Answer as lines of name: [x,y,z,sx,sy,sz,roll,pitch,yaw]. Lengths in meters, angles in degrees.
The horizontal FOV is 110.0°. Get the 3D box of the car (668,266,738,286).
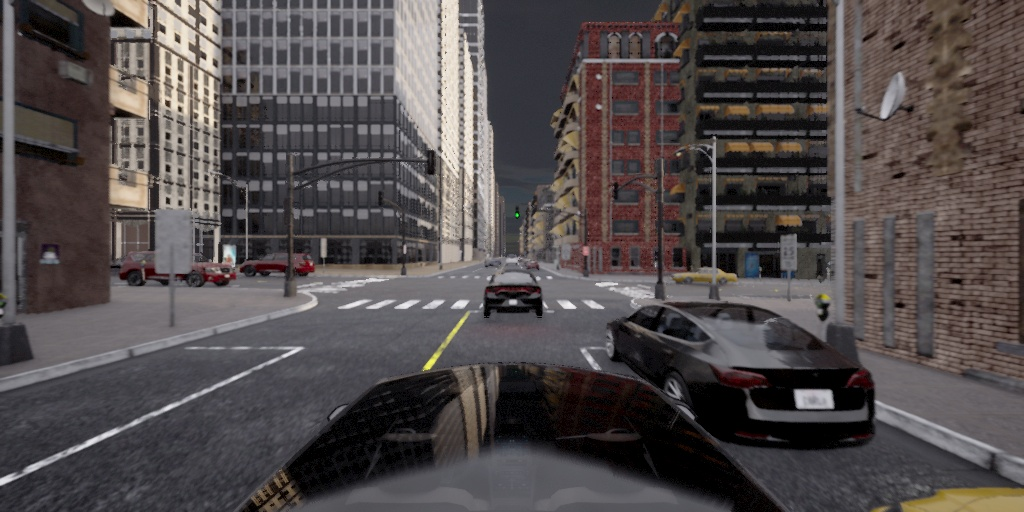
car: [14.620,1.492,27.608,4.829,1.417,1.751,0,0,-1]

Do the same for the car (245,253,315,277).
car: [-17.720,0.683,27.310,5.009,1.841,2.192,0,0,-1]

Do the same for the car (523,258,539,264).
car: [2.722,1.175,47.299,1.802,1.307,4.207,0,0,0]

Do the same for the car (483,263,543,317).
car: [0.051,1.187,12.932,1.882,1.535,5.008,0,0,0]

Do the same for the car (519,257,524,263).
car: [2.667,1.104,60.216,2.007,1.370,4.403,0,0,0]

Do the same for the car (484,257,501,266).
car: [-3.093,1.135,54.524,1.994,1.385,4.181,0,0,0]

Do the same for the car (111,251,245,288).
car: [-17.582,0.695,18.931,5.009,1.841,2.192,0,0,-1]

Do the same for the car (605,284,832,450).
car: [2.689,1.303,5.276,1.948,1.339,4.313,0,0,0]
